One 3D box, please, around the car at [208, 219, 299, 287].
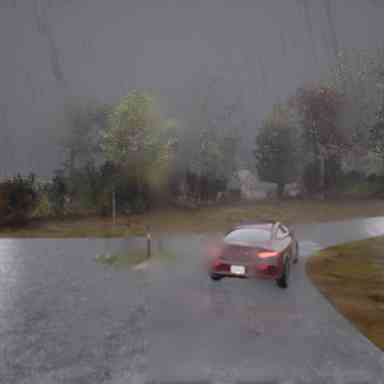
[{"bbox_3d":[1.858,1.482,9.238,1.812,1.442,4.674,0,0,23],"label":"car"}]
